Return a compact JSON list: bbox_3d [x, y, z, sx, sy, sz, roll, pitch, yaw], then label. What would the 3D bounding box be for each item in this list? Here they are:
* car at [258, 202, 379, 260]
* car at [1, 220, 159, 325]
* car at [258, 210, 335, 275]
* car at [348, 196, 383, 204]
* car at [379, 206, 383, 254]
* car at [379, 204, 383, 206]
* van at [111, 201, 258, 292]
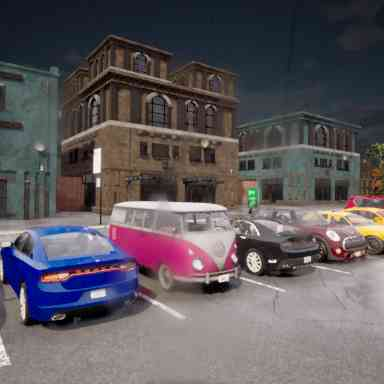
[{"bbox_3d":[3.930,1.356,12.308,2.185,1.767,4.553,0,0,-36],"label":"car"},{"bbox_3d":[-2.940,1.480,7.345,2.097,1.535,5.008,0,0,-36],"label":"car"},{"bbox_3d":[1.587,1.483,10.584,2.231,1.521,4.892,0,0,-36],"label":"car"},{"bbox_3d":[10.653,1.230,17.046,2.435,2.045,5.566,0,0,-36],"label":"car"},{"bbox_3d":[6.218,1.478,13.678,1.946,1.575,5.366,0,0,-36],"label":"car"},{"bbox_3d":[8.370,1.481,15.453,2.097,1.535,5.008,0,0,-36],"label":"car"},{"bbox_3d":[-0.612,1.256,8.874,1.878,1.987,4.442,0,0,-36],"label":"van"}]
